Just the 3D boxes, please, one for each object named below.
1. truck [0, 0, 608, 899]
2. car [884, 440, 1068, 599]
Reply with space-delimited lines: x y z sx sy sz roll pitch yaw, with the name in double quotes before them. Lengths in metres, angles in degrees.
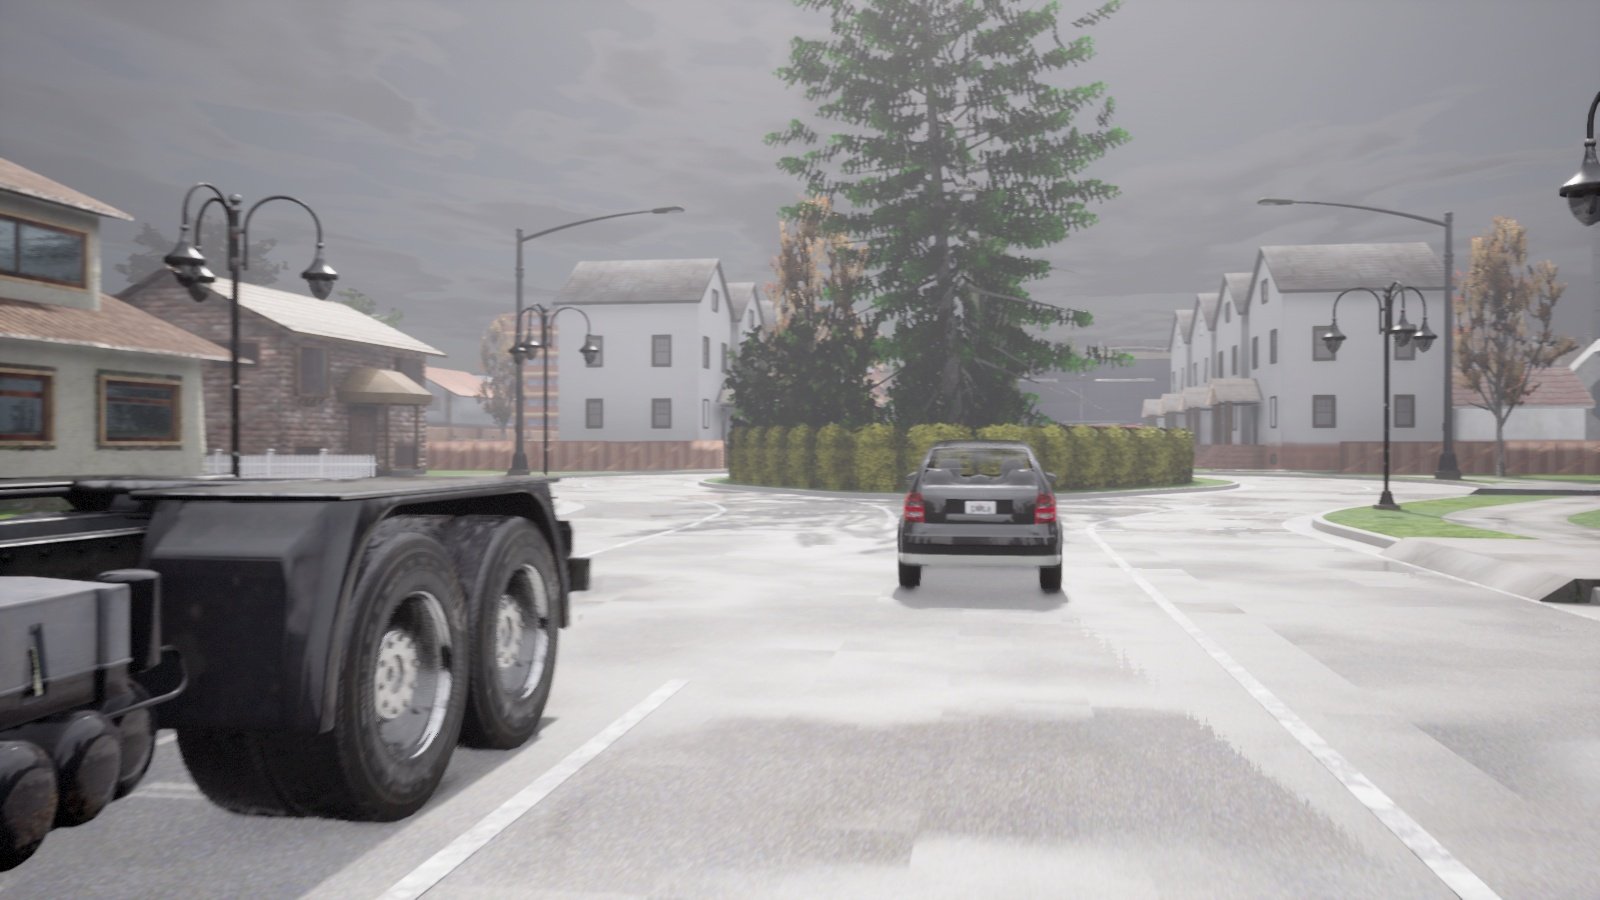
"truck" -3.135 -0.260 3.573 2.891 3.462 7.936 0 0 9
"car" 2.000 0.665 14.185 1.789 1.549 3.705 0 0 9
